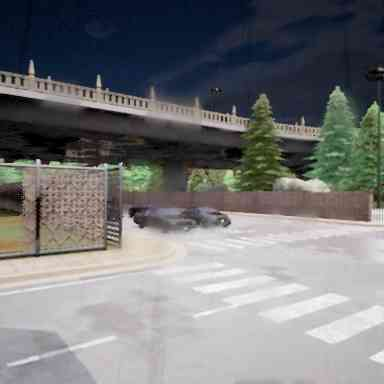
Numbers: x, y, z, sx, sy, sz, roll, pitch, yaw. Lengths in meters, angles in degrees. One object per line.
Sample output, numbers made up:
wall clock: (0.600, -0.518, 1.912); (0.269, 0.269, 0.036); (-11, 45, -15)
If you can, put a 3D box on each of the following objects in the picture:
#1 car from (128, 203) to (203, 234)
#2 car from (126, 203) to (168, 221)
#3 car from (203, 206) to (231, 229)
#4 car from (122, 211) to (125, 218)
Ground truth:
car: (-1.867, 1.671, 20.782); (2.033, 1.411, 5.357); (0, 0, -35)
car: (-4.083, 1.710, 29.924); (1.994, 1.385, 4.181); (0, 0, -36)
car: (0.805, 1.710, 23.092); (1.994, 1.385, 4.181); (0, 0, -36)
car: (-7.707, 1.671, 28.991); (2.033, 1.411, 5.357); (0, 0, -35)
